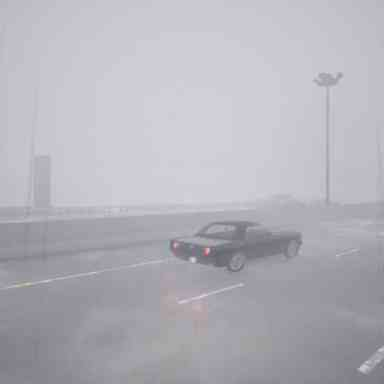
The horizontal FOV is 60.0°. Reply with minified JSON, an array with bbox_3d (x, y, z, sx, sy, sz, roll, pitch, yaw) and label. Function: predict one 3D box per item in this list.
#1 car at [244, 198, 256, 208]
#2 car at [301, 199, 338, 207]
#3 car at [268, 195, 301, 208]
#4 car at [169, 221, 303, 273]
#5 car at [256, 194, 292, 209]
[{"bbox_3d":[9.207,1.576,46.812,4.181,1.385,1.994,0,0,-43],"label":"car"},{"bbox_3d":[14.789,1.512,37.668,5.008,1.535,1.882,0,0,-43],"label":"car"},{"bbox_3d":[11.497,1.500,39.385,5.008,1.535,1.882,0,0,-43],"label":"car"},{"bbox_3d":[1.645,1.601,10.760,4.718,1.301,1.895,0,0,-43],"label":"car"},{"bbox_3d":[11.368,1.241,44.046,5.566,2.045,2.150,0,0,-43],"label":"car"}]
